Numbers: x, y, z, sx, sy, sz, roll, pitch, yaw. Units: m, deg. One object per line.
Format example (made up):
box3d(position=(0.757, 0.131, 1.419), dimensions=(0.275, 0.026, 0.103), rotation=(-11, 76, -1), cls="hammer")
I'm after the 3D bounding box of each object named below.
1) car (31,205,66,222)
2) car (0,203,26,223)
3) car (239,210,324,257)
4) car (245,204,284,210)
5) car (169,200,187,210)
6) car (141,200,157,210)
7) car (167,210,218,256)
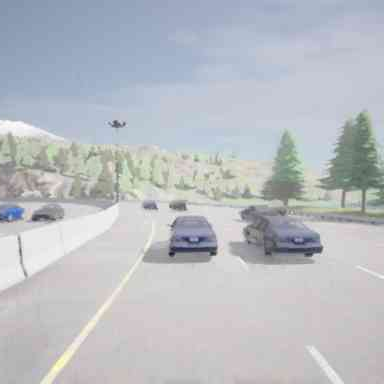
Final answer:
box3d(position=(-12.465, 1.825, 29.316), dimensions=(2.033, 1.411, 5.357), rotation=(0, -1, -9), cls="car")
box3d(position=(-15.900, 1.748, 28.499), dimensions=(1.882, 1.535, 5.008), rotation=(0, -1, -9), cls="car")
box3d(position=(3.447, 1.677, 13.588), dimensions=(2.033, 1.411, 5.357), rotation=(0, -1, -3), cls="car")
box3d(position=(5.629, 1.818, 28.561), dimensions=(2.033, 1.411, 5.357), rotation=(0, -1, -8), cls="car")
box3d(position=(-2.113, 1.965, 48.588), dimensions=(1.837, 1.490, 4.892), rotation=(1, -1, -16), cls="car")
box3d(position=(-6.641, 2.013, 51.577), dimensions=(1.812, 1.442, 4.674), rotation=(1, -1, -18), cls="car")
box3d(position=(-0.060, 1.678, 13.751), dimensions=(2.033, 1.411, 5.357), rotation=(0, -1, -3), cls="car")
